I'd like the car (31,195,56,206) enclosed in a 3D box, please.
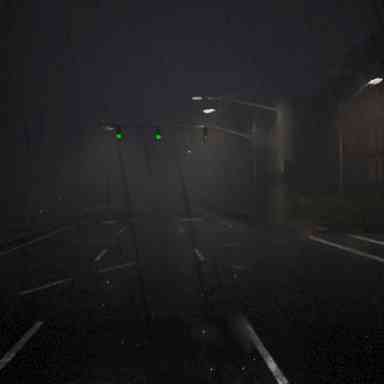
[{"bbox_3d":[-23.477,1.384,52.171,1.812,1.442,4.674,1,0,-3],"label":"car"}]

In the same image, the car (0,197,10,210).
[{"bbox_3d":[-22.509,1.352,37.851,1.837,1.490,4.892,1,0,-4],"label":"car"}]

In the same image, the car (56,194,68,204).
[{"bbox_3d":[-23.953,1.217,59.610,2.097,1.767,4.553,1,0,-4],"label":"car"}]
